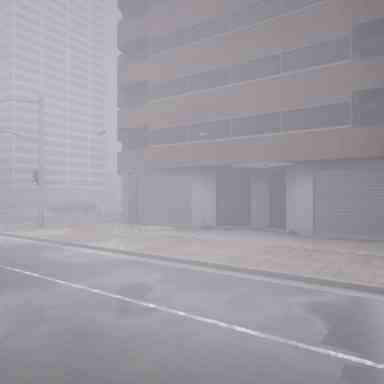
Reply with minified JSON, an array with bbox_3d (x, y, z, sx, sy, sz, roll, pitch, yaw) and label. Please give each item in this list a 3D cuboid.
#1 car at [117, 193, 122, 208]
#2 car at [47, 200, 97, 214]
[{"bbox_3d":[-7.338,1.352,44.654,2.097,1.767,4.553,0,0,35],"label":"car"},{"bbox_3d":[-13.034,1.547,36.532,2.033,1.411,5.357,0,0,35],"label":"car"}]
